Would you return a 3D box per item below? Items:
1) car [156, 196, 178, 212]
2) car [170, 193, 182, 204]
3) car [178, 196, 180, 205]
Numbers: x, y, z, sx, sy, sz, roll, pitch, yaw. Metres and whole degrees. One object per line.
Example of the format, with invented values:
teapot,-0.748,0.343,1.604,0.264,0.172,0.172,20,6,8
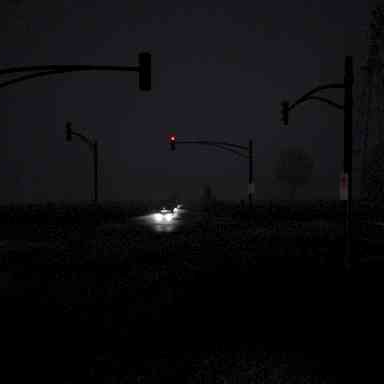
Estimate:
car,-2.983,1.486,37.716,2.128,1.511,4.902,0,0,-1
car,-3.092,1.211,60.848,2.150,2.045,5.566,0,1,1
car,-3.040,1.596,47.531,1.895,1.301,4.718,0,0,0
